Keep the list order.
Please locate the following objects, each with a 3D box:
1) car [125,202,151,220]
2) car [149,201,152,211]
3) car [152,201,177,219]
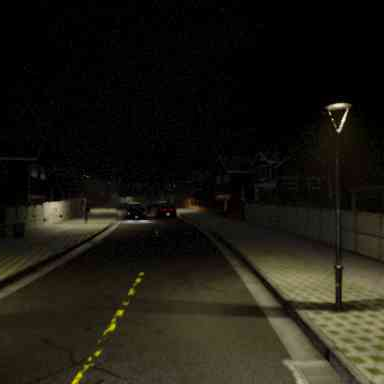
[{"bbox_3d":[-5.314,1.832,31.700,2.033,1.411,5.357,0,0,-10],"label":"car"},{"bbox_3d":[-5.025,1.876,43.792,2.128,1.511,4.902,0,0,-14],"label":"car"},{"bbox_3d":[-2.652,1.809,33.187,1.837,1.490,4.892,0,0,-11],"label":"car"}]
